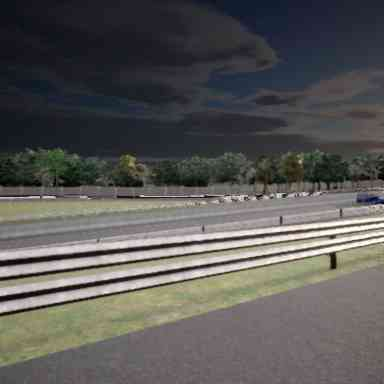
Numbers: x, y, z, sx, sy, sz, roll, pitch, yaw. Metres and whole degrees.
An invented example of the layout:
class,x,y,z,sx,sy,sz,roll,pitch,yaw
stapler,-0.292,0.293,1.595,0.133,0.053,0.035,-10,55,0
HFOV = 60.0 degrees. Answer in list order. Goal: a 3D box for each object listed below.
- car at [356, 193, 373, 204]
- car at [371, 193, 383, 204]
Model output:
class,x,y,z,sx,sy,sz,roll,pitch,yaw
car,34.216,1.166,64.359,5.566,2.045,2.150,-3,2,-28
car,35.862,1.435,61.271,5.008,1.535,1.882,-3,2,-28
